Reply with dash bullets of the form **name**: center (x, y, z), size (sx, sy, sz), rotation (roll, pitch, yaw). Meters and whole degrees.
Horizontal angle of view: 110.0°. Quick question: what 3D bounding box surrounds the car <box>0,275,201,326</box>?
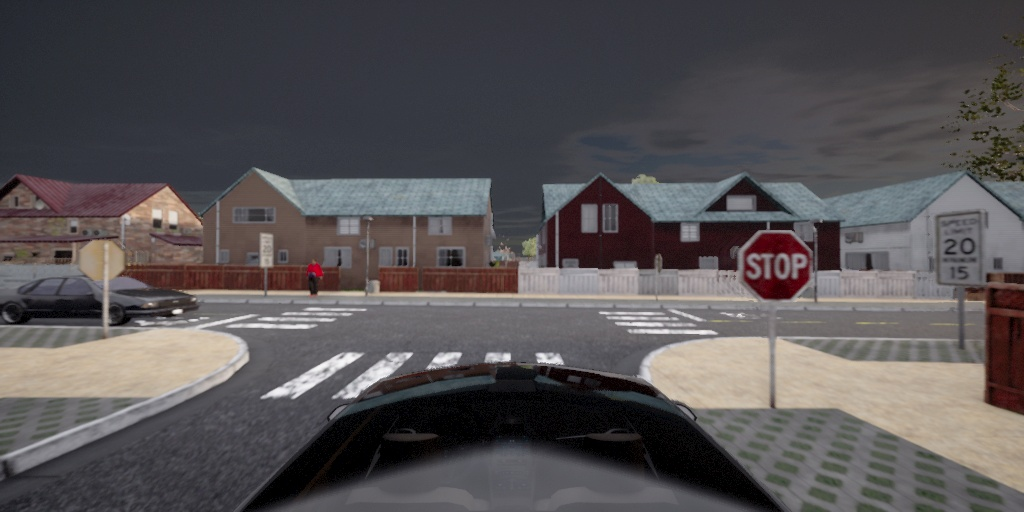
- **car**: center (-12.988, 1.300, 11.152), size (5.357, 1.411, 2.033), rotation (1, -1, 1)

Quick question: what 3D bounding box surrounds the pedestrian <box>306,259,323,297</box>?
- **pedestrian**: center (-9.362, 0.995, 16.938), size (0.375, 1.860, 0.375), rotation (0, -1, 1)
